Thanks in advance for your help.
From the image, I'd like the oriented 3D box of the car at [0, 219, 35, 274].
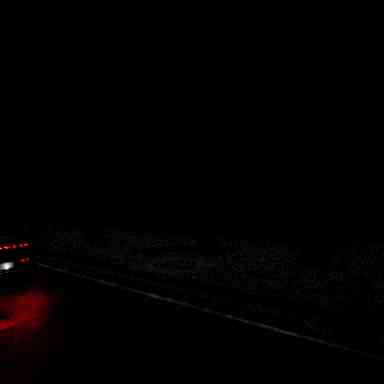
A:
[{"bbox_3d":[-6.199,1.468,9.259,4.892,1.490,1.837,0,0,38],"label":"car"}]
